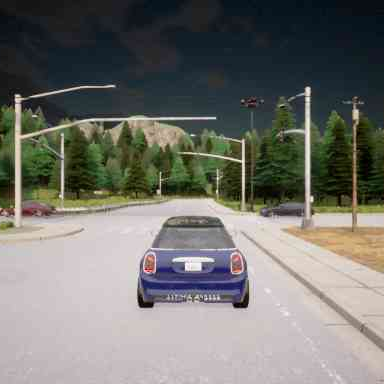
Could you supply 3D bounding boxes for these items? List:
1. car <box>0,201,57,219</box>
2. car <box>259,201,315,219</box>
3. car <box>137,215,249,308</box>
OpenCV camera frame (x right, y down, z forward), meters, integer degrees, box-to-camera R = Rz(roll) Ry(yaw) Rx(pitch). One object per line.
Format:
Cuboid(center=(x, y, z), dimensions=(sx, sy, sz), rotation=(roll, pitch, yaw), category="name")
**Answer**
Cuboid(center=(-14.329, 1.553, 29.167), dimensions=(4.674, 1.442, 1.812), rotation=(0, 0, 1), category="car")
Cuboid(center=(8.185, 1.552, 28.796), dimensions=(4.674, 1.442, 1.812), rotation=(0, 0, 1), category="car")
Cuboid(center=(0.040, 1.348, 8.069), dimensions=(2.097, 1.767, 4.553), rotation=(0, 0, 0), category="car")
